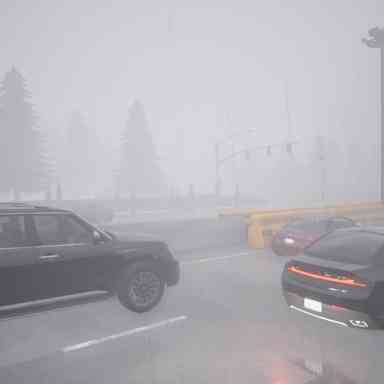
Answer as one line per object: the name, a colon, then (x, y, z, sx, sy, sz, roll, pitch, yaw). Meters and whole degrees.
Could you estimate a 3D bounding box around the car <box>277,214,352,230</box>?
car: (4.619, 1.441, 11.331, 4.181, 1.385, 1.994, -1, 1, -35)

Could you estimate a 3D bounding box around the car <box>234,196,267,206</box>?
car: (7.953, 1.135, 45.550, 1.895, 1.301, 4.718, -1, 1, -35)

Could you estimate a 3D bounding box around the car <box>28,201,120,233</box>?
car: (-7.170, 1.434, 20.376, 4.902, 1.511, 2.128, -1, 1, -35)

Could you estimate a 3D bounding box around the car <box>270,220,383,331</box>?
car: (3.808, 1.435, 6.464, 4.892, 1.490, 1.837, -1, 1, -35)

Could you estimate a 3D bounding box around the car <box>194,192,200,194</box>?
car: (1.048, 0.834, 76.665, 2.128, 1.511, 4.902, -1, 1, 3)

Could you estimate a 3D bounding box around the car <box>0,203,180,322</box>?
car: (-2.912, 1.217, 5.968, 5.566, 2.045, 2.150, 0, 0, -36)
